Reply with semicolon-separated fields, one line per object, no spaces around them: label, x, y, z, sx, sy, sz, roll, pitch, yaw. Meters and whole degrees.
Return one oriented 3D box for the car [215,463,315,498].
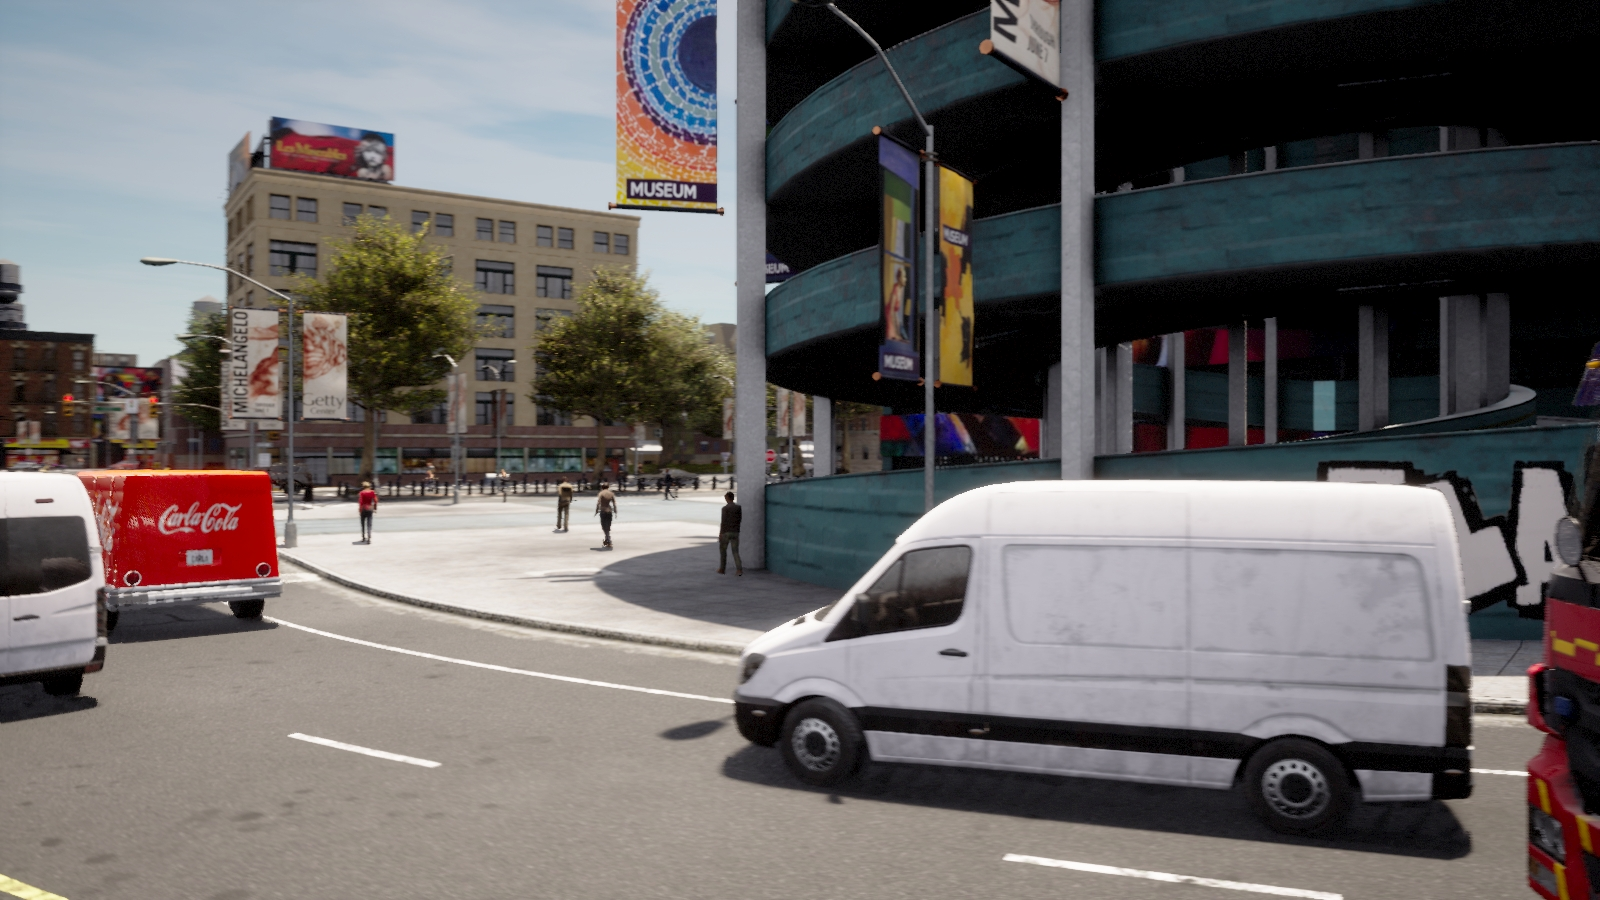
car;-33.454;1.860;71.457;5.566;2.045;2.150;0;0;-28

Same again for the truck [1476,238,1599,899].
truck;8.003;0.901;4.756;8.468;3.827;2.891;0;0;8

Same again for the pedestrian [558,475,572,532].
pedestrian;-7.687;1.743;37.350;0.375;1.860;0.375;0;0;-28

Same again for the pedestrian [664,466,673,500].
pedestrian;-7.102;1.776;61.732;0.375;1.860;0.375;0;0;-30

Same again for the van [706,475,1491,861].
van;2.312;1.550;9.817;5.915;2.561;1.988;0;0;20

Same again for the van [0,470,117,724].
van;-10.440;1.548;13.762;5.915;2.561;1.988;0;0;40

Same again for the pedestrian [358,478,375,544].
pedestrian;-12.407;1.735;32.690;0.375;1.860;0.375;0;0;-32

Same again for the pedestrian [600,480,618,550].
pedestrian;-5.136;1.735;30.660;0.375;1.860;0.375;0;0;-29

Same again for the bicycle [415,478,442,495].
bicycle;-23.831;2.344;73.247;1.487;1.080;0.859;0;0;-34

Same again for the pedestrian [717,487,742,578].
pedestrian;-1.485;1.728;24.079;0.375;1.860;0.375;0;0;-34

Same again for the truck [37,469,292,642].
truck;-10.856;1.576;19.300;2.627;2.467;5.204;0;-1;-43
